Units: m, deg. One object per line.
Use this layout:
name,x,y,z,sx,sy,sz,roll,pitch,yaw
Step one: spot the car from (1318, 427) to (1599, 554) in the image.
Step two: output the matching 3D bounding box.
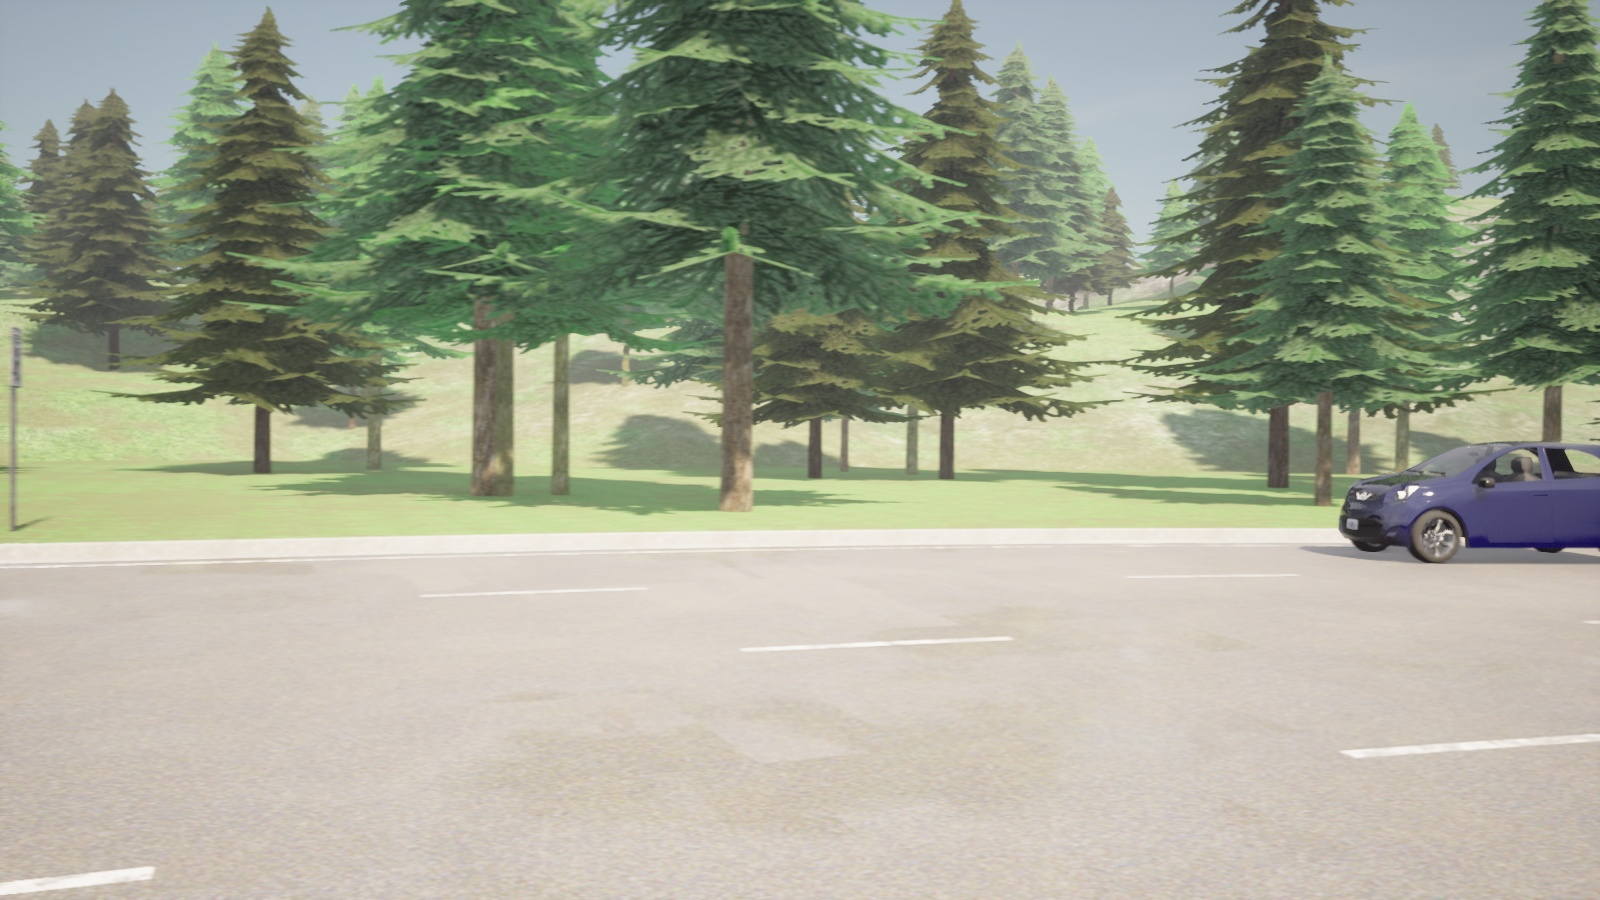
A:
car,8.877,0.470,16.159,3.633,1.501,1.845,-1,1,-5
